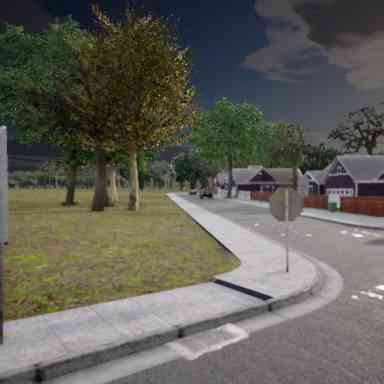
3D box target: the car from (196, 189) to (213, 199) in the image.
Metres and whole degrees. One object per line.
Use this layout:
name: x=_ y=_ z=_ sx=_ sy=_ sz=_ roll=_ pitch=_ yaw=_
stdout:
car: x=2.706 y=0.340 z=65.653 sx=2.150 sy=2.045 sz=5.566 roll=-1 pitch=1 yaw=-6

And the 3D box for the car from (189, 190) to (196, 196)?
car: x=0.230 y=0.165 z=90.279 sx=1.882 sy=1.535 sz=5.008 roll=-1 pitch=1 yaw=-6
